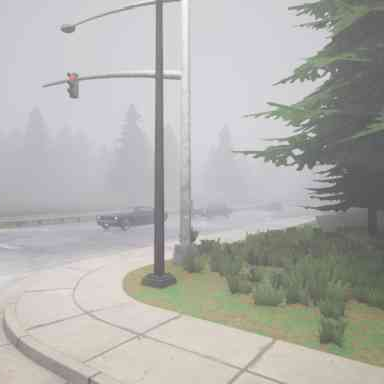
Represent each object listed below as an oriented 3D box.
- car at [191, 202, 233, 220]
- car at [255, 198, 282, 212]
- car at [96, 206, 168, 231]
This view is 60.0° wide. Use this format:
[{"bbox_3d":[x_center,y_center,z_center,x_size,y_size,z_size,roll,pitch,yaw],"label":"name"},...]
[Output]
[{"bbox_3d":[1.635,1.573,28.522,1.895,1.301,4.718,0,0,35],"label":"car"},{"bbox_3d":[9.003,1.498,38.971,1.812,1.442,4.674,0,0,36],"label":"car"},{"bbox_3d":[-3.648,1.573,20.870,1.895,1.301,4.718,0,0,35],"label":"car"}]
